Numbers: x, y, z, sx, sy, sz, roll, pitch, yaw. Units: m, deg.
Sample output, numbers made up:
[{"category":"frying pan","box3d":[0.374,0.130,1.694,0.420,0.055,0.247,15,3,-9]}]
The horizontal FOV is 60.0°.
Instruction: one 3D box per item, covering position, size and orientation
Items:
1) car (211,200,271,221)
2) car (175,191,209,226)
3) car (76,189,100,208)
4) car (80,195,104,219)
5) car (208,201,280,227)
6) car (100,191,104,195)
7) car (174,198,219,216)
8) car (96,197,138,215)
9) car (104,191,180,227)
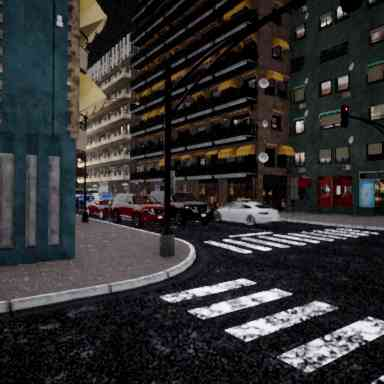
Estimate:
[{"category":"car","box3d":[3.597,1.346,25.174,1.947,1.339,4.313,2,0,-36]},{"category":"car","box3d":[-0.941,0.961,21.551,2.150,2.045,5.566,1,0,-36]},{"category":"car","box3d":[-12.913,0.665,38.171,2.150,2.045,5.566,1,1,-35]},{"category":"car","box3d":[-6.480,1.179,24.819,1.887,1.381,4.507,2,0,-36]},{"category":"car","box3d":[3.384,1.331,20.952,1.812,1.442,4.674,0,1,-37]},{"category":"car","box3d":[-14.629,0.583,45.993,2.150,2.045,5.566,1,0,-36]},{"category":"car","box3d":[0.337,1.282,29.691,1.802,1.307,4.206,2,0,-36]},{"category":"car","box3d":[-6.761,1.196,29.616,1.895,1.301,4.718,1,1,-36]},{"category":"car","box3d":[-3.214,1.030,20.302,2.192,1.841,5.009,2,0,-36]}]
